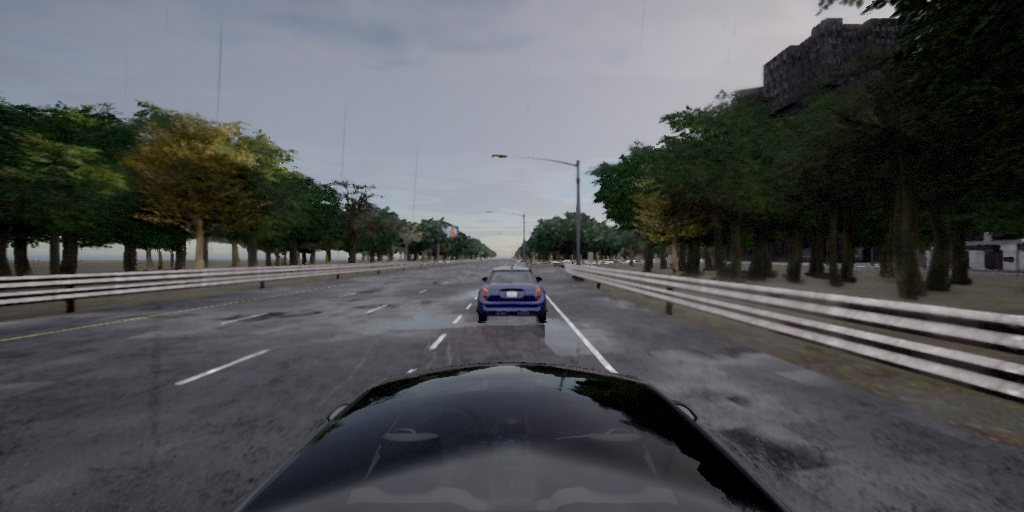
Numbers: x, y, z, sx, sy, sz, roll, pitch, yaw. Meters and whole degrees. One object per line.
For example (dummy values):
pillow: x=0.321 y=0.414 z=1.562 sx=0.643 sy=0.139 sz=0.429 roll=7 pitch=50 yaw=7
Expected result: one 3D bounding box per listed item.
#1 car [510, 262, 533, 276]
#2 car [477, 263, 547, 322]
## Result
car: x=1.226 y=1.477 z=42.597 sx=2.033 sy=1.411 sz=5.357 roll=0 pitch=0 yaw=10
car: x=0.000 y=1.150 z=12.618 sx=2.097 sy=1.767 sz=4.553 roll=0 pitch=0 yaw=0
